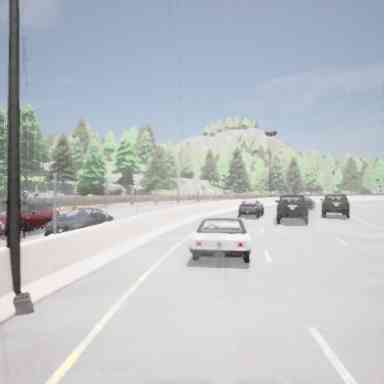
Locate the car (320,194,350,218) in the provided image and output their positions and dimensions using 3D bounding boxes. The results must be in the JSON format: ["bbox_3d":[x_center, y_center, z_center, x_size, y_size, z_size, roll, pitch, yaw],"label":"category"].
[{"bbox_3d":[12.889,1.174,29.977,2.150,2.045,5.566,0,0,20],"label":"car"}]

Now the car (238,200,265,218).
[{"bbox_3d":[5.277,1.423,29.303,2.128,1.511,4.902,0,0,18],"label":"car"}]

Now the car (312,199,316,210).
[{"bbox_3d":[14.018,1.402,40.959,1.882,1.535,5.008,0,0,27],"label":"car"}]

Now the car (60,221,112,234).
[{"bbox_3d":[-5.428,1.512,16.695,1.994,1.385,4.181,0,0,10],"label":"car"}]

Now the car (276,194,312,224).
[{"bbox_3d":[7.455,1.174,24.741,2.150,2.045,5.566,0,0,16],"label":"car"}]

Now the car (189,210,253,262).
[{"bbox_3d":[1.130,1.570,12.054,1.895,1.301,4.718,0,0,8],"label":"car"}]
